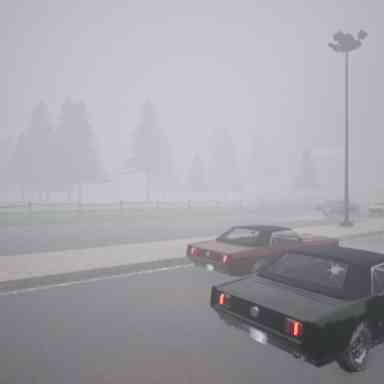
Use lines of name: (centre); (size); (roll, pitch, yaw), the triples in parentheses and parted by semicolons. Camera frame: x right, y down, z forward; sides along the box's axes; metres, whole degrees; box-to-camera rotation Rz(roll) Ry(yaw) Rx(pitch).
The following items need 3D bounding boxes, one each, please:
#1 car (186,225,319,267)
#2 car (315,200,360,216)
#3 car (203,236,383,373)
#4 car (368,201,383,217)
car: (2.260, 1.617, 9.655); (4.718, 1.301, 1.895); (0, 0, -35)
car: (14.918, 1.561, 33.300); (4.902, 1.511, 2.128); (0, 0, -37)
car: (2.683, 1.613, 5.659); (4.718, 1.301, 1.895); (0, 0, -35)
car: (18.695, 1.551, 31.753); (5.008, 1.535, 1.882); (0, 0, -37)
